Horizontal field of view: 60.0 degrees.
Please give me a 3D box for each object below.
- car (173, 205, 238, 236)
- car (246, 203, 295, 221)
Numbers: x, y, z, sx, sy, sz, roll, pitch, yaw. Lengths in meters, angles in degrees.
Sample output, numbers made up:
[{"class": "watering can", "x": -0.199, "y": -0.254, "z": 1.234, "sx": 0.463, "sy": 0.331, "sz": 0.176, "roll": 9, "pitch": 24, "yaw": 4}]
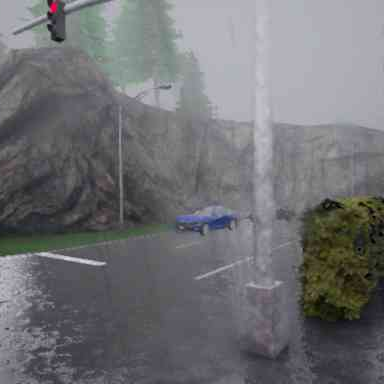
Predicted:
[{"class": "car", "x": 0.885, "y": 1.561, "z": 19.303, "sx": 1.882, "sy": 1.535, "sz": 5.008, "roll": -1, "pitch": 0, "yaw": 35}, {"class": "car", "x": 6.580, "y": 1.635, "z": 27.383, "sx": 2.033, "sy": 1.411, "sz": 5.357, "roll": -1, "pitch": 0, "yaw": 43}]
